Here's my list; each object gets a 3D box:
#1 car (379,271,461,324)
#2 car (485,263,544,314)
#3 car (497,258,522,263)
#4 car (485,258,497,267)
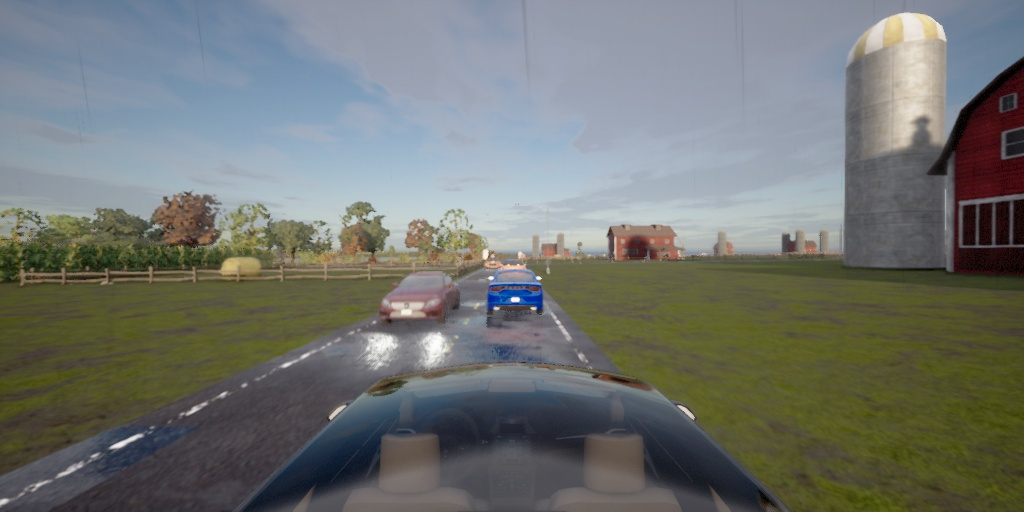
[{"bbox_3d":[-2.850,1.261,12.022,1.812,1.442,4.674,0,0,0],"label":"car"},{"bbox_3d":[0.112,1.210,13.689,1.882,1.535,5.008,0,0,0],"label":"car"},{"bbox_3d":[0.102,1.058,29.460,2.097,1.767,4.553,0,0,0],"label":"car"},{"bbox_3d":[-2.817,1.022,53.743,2.097,1.767,4.553,0,0,0],"label":"car"}]
